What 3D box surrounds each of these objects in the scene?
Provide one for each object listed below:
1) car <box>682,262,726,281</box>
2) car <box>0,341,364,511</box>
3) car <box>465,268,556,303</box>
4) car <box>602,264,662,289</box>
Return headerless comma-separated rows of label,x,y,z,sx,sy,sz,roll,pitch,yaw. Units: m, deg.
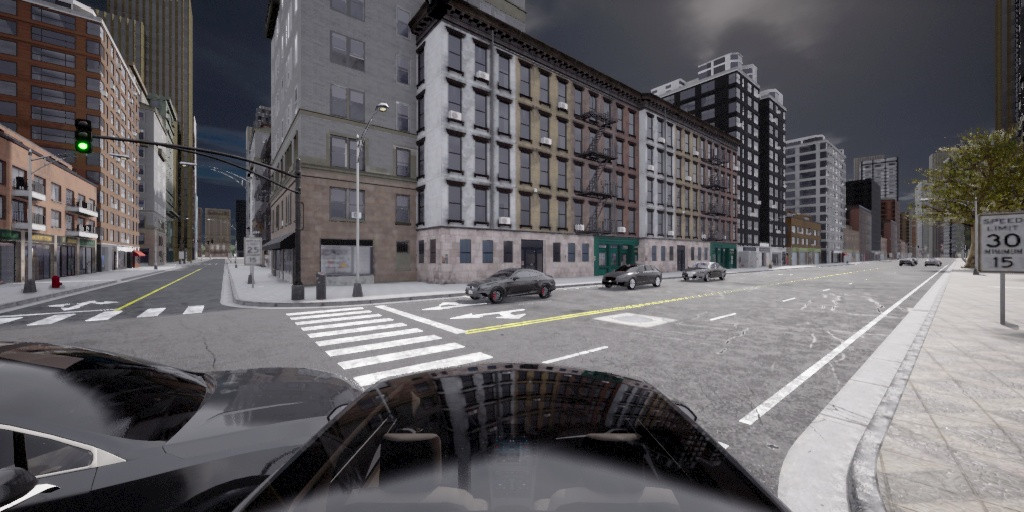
car,15.805,1.237,29.417,4.902,1.511,2.128,0,0,-39
car,-3.214,1.257,1.843,4.892,1.490,1.837,0,0,-34
car,0.042,1.287,16.799,4.674,1.442,1.812,0,0,-39
car,7.764,1.259,22.986,4.892,1.490,1.837,0,0,-39
